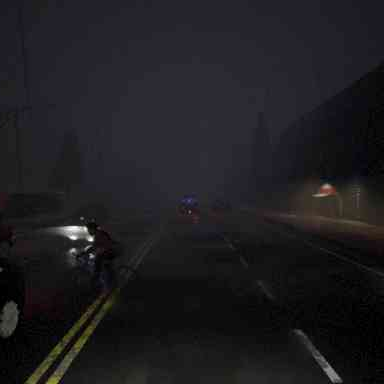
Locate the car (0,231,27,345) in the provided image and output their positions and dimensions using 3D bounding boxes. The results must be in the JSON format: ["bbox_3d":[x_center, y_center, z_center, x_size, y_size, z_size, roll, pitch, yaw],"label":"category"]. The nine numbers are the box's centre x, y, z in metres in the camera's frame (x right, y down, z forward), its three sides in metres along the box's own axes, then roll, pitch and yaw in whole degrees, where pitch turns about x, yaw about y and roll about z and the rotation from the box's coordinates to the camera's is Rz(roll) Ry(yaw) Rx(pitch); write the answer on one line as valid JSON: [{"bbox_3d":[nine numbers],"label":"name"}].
[{"bbox_3d":[-3.618,1.504,3.574,1.837,1.490,4.892,0,0,-1],"label":"car"}]

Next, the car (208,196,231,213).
[{"bbox_3d":[3.212,1.478,37.210,1.882,1.535,5.008,0,0,0],"label":"car"}]

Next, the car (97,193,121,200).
[{"bbox_3d":[-22.376,1.153,89.538,4.605,1.855,1.932,0,0,-1],"label":"car"}]

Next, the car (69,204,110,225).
[{"bbox_3d":[-7.236,1.564,23.838,1.994,1.385,4.181,0,0,0],"label":"car"}]

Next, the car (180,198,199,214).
[{"bbox_3d":[-0.238,1.601,34.408,1.895,1.301,4.718,0,0,-1],"label":"car"}]

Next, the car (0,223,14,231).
[{"bbox_3d":[-7.184,1.478,9.697,1.882,1.535,5.008,0,0,-1],"label":"car"}]

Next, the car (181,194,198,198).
[{"bbox_3d":[-0.347,1.221,44.446,2.150,2.045,5.566,0,0,0],"label":"car"}]

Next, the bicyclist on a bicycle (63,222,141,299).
[{"bbox_3d":[-1.925,1.455,7.011,1.656,1.620,0.582,-2,0,-1],"label":"bicyclist on a bicycle"}]

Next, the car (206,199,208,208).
[{"bbox_3d":[3.079,1.352,47.291,2.097,1.767,4.553,0,0,0],"label":"car"}]
